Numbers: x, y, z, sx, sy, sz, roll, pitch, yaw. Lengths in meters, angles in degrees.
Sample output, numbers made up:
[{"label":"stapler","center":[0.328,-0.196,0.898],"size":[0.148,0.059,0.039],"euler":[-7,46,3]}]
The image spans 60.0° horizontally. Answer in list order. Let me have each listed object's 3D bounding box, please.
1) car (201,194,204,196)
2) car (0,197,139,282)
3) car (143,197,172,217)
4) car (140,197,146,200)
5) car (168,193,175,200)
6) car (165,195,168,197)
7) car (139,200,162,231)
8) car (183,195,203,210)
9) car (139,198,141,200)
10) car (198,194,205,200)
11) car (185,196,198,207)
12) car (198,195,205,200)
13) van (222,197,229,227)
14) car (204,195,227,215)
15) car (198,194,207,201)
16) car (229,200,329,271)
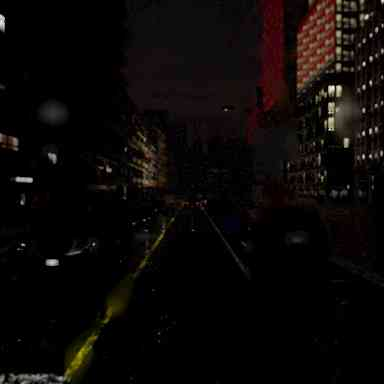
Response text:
[{"label":"car","center":[2.255,1.382,69.037],"size":[1.837,1.490,4.892],"euler":[0,0,0]},{"label":"car","center":[-3.135,1.184,10.051],"size":[2.150,2.045,5.566],"euler":[0,0,-1]},{"label":"car","center":[-3.113,1.446,30.655],"size":[1.812,1.442,4.674],"euler":[0,0,0]},{"label":"car","center":[-5.741,1.457,32.867],"size":[1.887,1.381,4.507],"euler":[0,0,0]},{"label":"car","center":[-5.816,1.399,82.608],"size":[1.887,1.381,4.507],"euler":[0,0,0]},{"label":"car","center":[-5.782,1.397,60.332],"size":[1.752,1.417,4.829],"euler":[0,0,0]},{"label":"car","center":[-3.123,1.446,20.247],"size":[1.837,1.490,4.892],"euler":[0,0,0]},{"label":"car","center":[0.027,1.437,40.379],"size":[1.812,1.442,4.674],"euler":[0,0,0]},{"label":"car","center":[-5.733,1.472,27.342],"size":[2.008,1.369,4.403],"euler":[0,0,0]},{"label":"car","center":[2.556,1.393,88.317],"size":[1.752,1.417,4.829],"euler":[0,0,0]},{"label":"car","center":[-0.073,1.400,50.345],"size":[1.837,1.490,4.892],"euler":[0,0,0]},{"label":"car","center":[2.548,1.447,93.674],"size":[1.802,1.307,4.206],"euler":[0,0,0]},{"label":"van","center":[2.663,1.300,16.300],"size":[1.690,1.788,3.998],"euler":[0,0,0]},{"label":"car","center":[2.638,1.242,32.880],"size":[2.192,1.841,5.009],"euler":[0,0,0]},{"label":"car","center":[2.564,1.310,82.620],"size":[1.967,1.590,4.097],"euler":[0,0,0]},{"label":"car","center":[2.672,1.287,10.774],"size":[2.192,1.841,5.009],"euler":[0,0,0]}]
